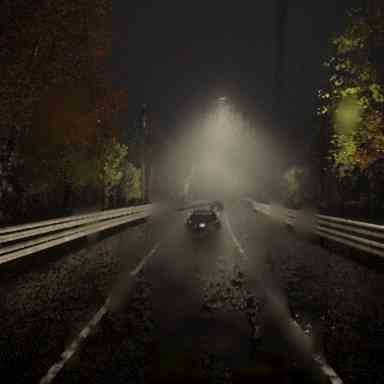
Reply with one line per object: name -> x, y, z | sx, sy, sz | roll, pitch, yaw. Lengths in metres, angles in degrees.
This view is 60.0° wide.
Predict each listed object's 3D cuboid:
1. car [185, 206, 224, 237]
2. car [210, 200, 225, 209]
car -> 0.686, 1.726, 19.388 | 1.994, 1.385, 4.181 | 0, 0, 4
car -> 3.677, 1.946, 47.980 | 1.837, 1.490, 4.892 | 0, 0, 9
